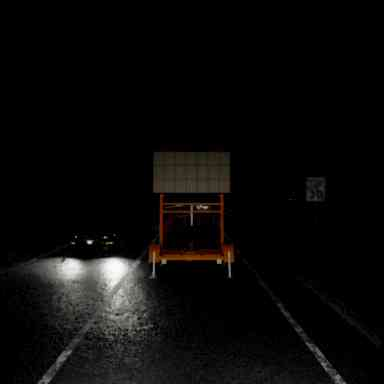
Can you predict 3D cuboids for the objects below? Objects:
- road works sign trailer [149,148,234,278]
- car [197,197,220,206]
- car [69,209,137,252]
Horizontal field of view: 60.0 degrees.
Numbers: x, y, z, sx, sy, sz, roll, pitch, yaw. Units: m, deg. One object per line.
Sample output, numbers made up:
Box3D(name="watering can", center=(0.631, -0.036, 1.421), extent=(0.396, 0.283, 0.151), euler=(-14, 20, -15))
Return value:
Box3D(name="road works sign trailer", center=(-0.009, 0.467, 10.123), extent=(2.380, 3.560, 2.880), euler=(0, 0, 0))
Box3D(name="car", center=(2.757, 1.470, 54.611), extent=(2.033, 1.411, 5.357), euler=(-1, 0, 31))
Box3D(name="car", center=(-3.554, 1.508, 14.057), extent=(1.837, 1.490, 4.892), euler=(0, 0, 1))
